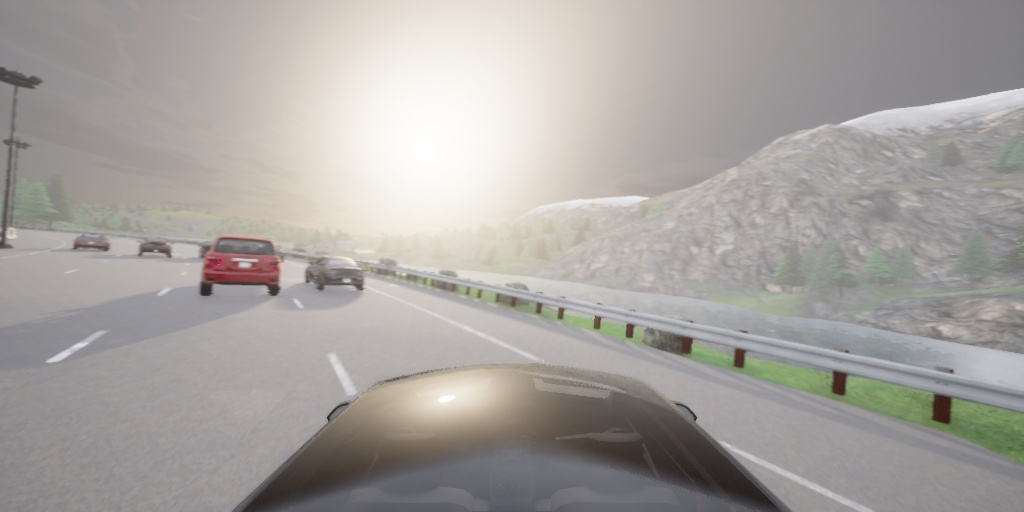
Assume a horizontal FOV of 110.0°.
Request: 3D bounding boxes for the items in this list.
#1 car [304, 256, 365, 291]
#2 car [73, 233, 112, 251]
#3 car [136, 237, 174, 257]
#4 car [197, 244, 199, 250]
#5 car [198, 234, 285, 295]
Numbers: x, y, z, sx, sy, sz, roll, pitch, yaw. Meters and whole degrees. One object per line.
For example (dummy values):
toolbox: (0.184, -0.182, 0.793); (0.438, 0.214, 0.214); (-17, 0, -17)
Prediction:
car: (-8.155, 0.729, 16.449); (1.812, 1.442, 4.674); (5, -1, -39)
car: (-34.784, -1.189, 29.761); (4.181, 1.385, 1.994); (4, 0, 42)
car: (-28.349, -0.764, 28.521); (4.892, 1.490, 1.837); (4, -1, 44)
car: (-24.824, -0.489, 29.956); (4.892, 1.490, 1.837); (4, -1, 44)
car: (-10.190, 0.255, 13.555); (2.150, 2.045, 5.566); (5, -1, -38)
